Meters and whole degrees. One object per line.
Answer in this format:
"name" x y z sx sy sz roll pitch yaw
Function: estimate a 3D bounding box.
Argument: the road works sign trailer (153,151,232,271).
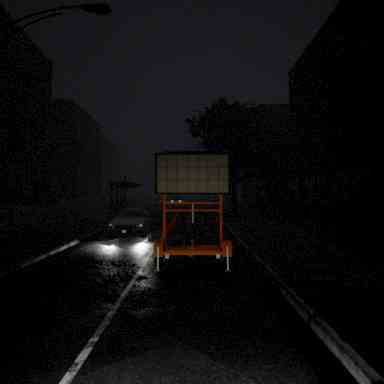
"road works sign trailer" 0.024 0.470 10.858 2.380 3.560 2.880 0 0 0

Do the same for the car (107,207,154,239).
"car" -3.120 1.531 17.594 1.812 1.442 4.674 0 0 0

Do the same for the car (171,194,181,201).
"car" -3.271 1.006 68.858 1.882 1.535 5.008 0 1 0
